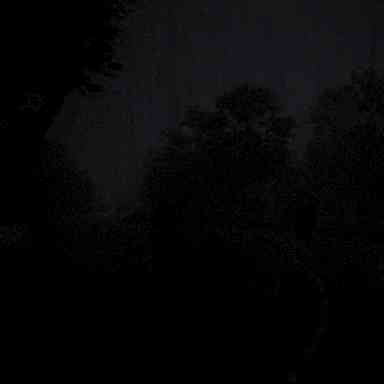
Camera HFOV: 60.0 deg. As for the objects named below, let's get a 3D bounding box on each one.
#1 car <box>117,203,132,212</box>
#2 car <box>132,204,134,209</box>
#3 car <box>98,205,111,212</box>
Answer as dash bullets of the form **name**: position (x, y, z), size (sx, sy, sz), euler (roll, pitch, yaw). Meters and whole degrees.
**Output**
- **car**: position (-13.248, 2.903, 64.086), size (2.097, 1.767, 4.553), euler (0, -1, -6)
- **car**: position (-14.861, 3.286, 79.087), size (1.994, 1.385, 4.181), euler (0, -1, -6)
- **car**: position (-16.792, 3.143, 64.117), size (1.994, 1.385, 4.181), euler (0, -1, -6)
